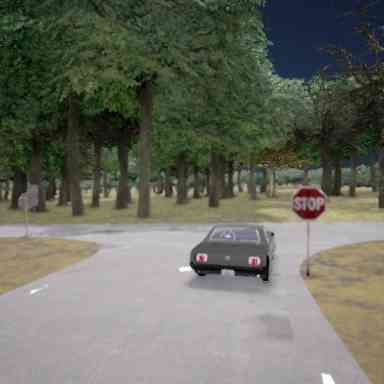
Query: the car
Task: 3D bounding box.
[{"bbox_3d":[1.433,1.548,9.718,1.895,1.301,4.718,0,0,16],"label":"car"}]
